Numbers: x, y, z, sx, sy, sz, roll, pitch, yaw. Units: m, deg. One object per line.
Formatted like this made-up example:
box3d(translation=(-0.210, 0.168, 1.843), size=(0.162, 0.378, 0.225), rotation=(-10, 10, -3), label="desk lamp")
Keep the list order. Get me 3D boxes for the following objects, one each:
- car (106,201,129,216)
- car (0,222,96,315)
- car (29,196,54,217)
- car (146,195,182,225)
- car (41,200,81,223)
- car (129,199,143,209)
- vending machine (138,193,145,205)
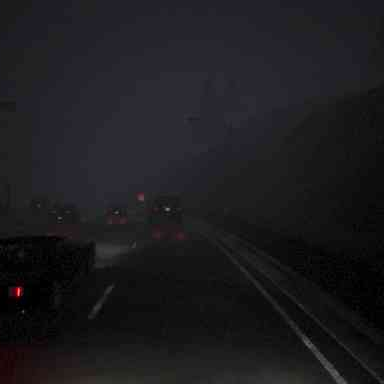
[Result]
box3d(translation=(-7.857, 1.698, 34.284), size=(1.895, 1.301, 4.718), rotation=(-1, 0, -15), label="car")
box3d(translation=(-3.564, 1.645, 7.572), size=(1.895, 1.301, 4.718), rotation=(-1, 0, -4), label="car")
box3d(translation=(-15.343, 1.412, 34.511), size=(2.150, 2.045, 5.566), rotation=(-1, 0, -15), label="car")
box3d(translation=(-2.099, 1.247, 24.527), size=(2.150, 2.045, 5.566), rotation=(0, 0, -11), label="car")
box3d(translation=(-9.765, 1.613, 25.694), size=(2.128, 1.511, 4.902), rotation=(-1, 0, -12), label="car")
box3d(translation=(-8.407, 1.705, 48.095), size=(1.895, 1.301, 4.718), rotation=(-1, 0, -20), label="car")
box3d(translation=(-9.041, 1.307, 59.492), size=(1.100, 2.100, 0.880), rotation=(-1, 0, -28), label="vending machine")
